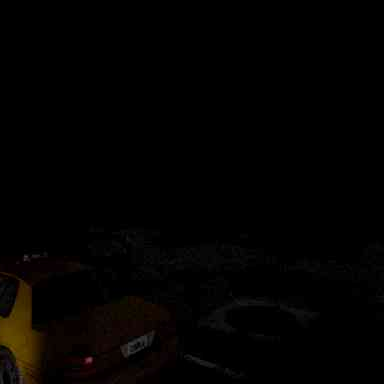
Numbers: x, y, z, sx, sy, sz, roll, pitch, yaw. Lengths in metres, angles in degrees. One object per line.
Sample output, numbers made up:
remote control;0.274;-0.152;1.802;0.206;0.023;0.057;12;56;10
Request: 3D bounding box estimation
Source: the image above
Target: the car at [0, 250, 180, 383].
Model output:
car;-2.408;1.525;4.795;4.829;1.417;1.752;0;0;37
